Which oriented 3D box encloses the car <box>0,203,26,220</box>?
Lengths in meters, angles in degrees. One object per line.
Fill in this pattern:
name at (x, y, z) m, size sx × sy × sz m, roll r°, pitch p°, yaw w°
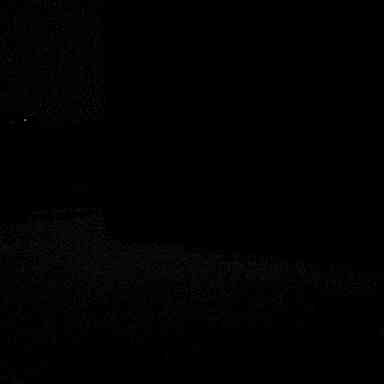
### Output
car at (-15.140, 1.533, 25.551) m, size 2.008 × 1.369 × 4.403 m, roll 0°, pitch 0°, yaw 35°
